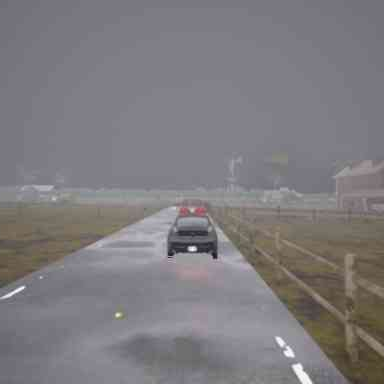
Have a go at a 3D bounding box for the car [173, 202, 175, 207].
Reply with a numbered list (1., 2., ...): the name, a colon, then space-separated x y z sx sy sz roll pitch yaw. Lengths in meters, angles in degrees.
1. car: -2.698 2.316 65.554 1.994 1.385 4.181 0 -1 0

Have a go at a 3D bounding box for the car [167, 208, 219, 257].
1. car: 0.032 1.644 13.491 1.837 1.490 4.892 0 0 0

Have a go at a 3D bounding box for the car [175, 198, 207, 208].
1. car: 0.037 1.506 27.590 2.150 2.045 5.566 0 0 0
